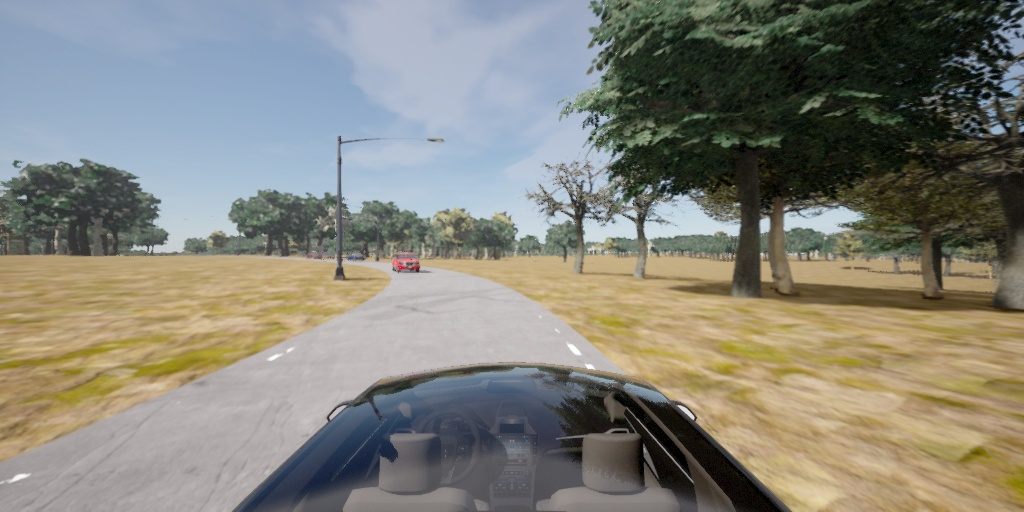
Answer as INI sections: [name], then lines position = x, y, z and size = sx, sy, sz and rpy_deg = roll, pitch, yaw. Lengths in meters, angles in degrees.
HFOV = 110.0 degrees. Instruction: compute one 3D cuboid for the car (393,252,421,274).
[car]
position = -10.792, 0.648, 36.509
size = 2.150, 2.045, 5.566
rpy_deg = 0, 1, -24
